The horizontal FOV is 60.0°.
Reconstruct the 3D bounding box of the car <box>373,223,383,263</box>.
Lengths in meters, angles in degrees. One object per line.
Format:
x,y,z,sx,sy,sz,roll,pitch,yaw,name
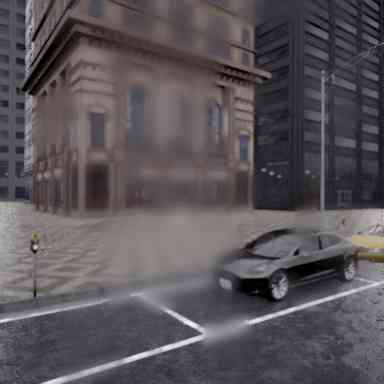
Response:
6.968,1.654,11.626,4.829,1.417,1.752,1,-1,-36,car

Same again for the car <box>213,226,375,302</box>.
2.515,1.637,8.448,4.313,1.339,1.947,1,-1,-36,car
